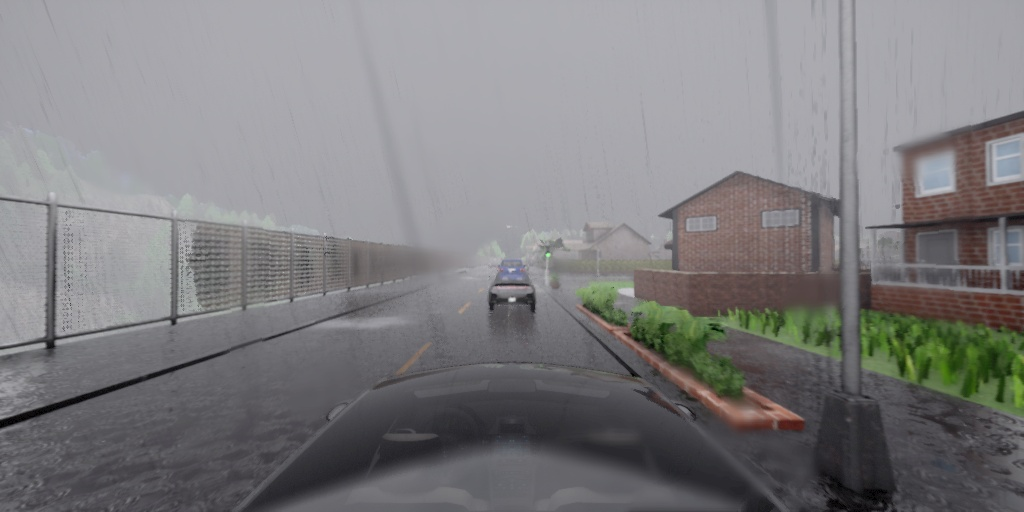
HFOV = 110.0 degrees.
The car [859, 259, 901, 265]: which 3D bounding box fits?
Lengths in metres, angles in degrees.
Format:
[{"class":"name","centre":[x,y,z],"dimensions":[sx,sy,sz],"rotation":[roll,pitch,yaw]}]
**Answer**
[{"class":"car","centre":[39.516,1.358,37.702],"dimensions":[5.566,2.045,2.150],"rotation":[0,-1,0]}]

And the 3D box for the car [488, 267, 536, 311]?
[{"class":"car","centre":[0.019,1.389,15.346],"dimensions":[2.128,1.511,4.902],"rotation":[0,0,0]}]

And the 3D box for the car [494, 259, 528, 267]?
[{"class":"car","centre":[0.071,1.272,29.420],"dimensions":[2.150,2.045,5.566],"rotation":[0,0,2]}]
